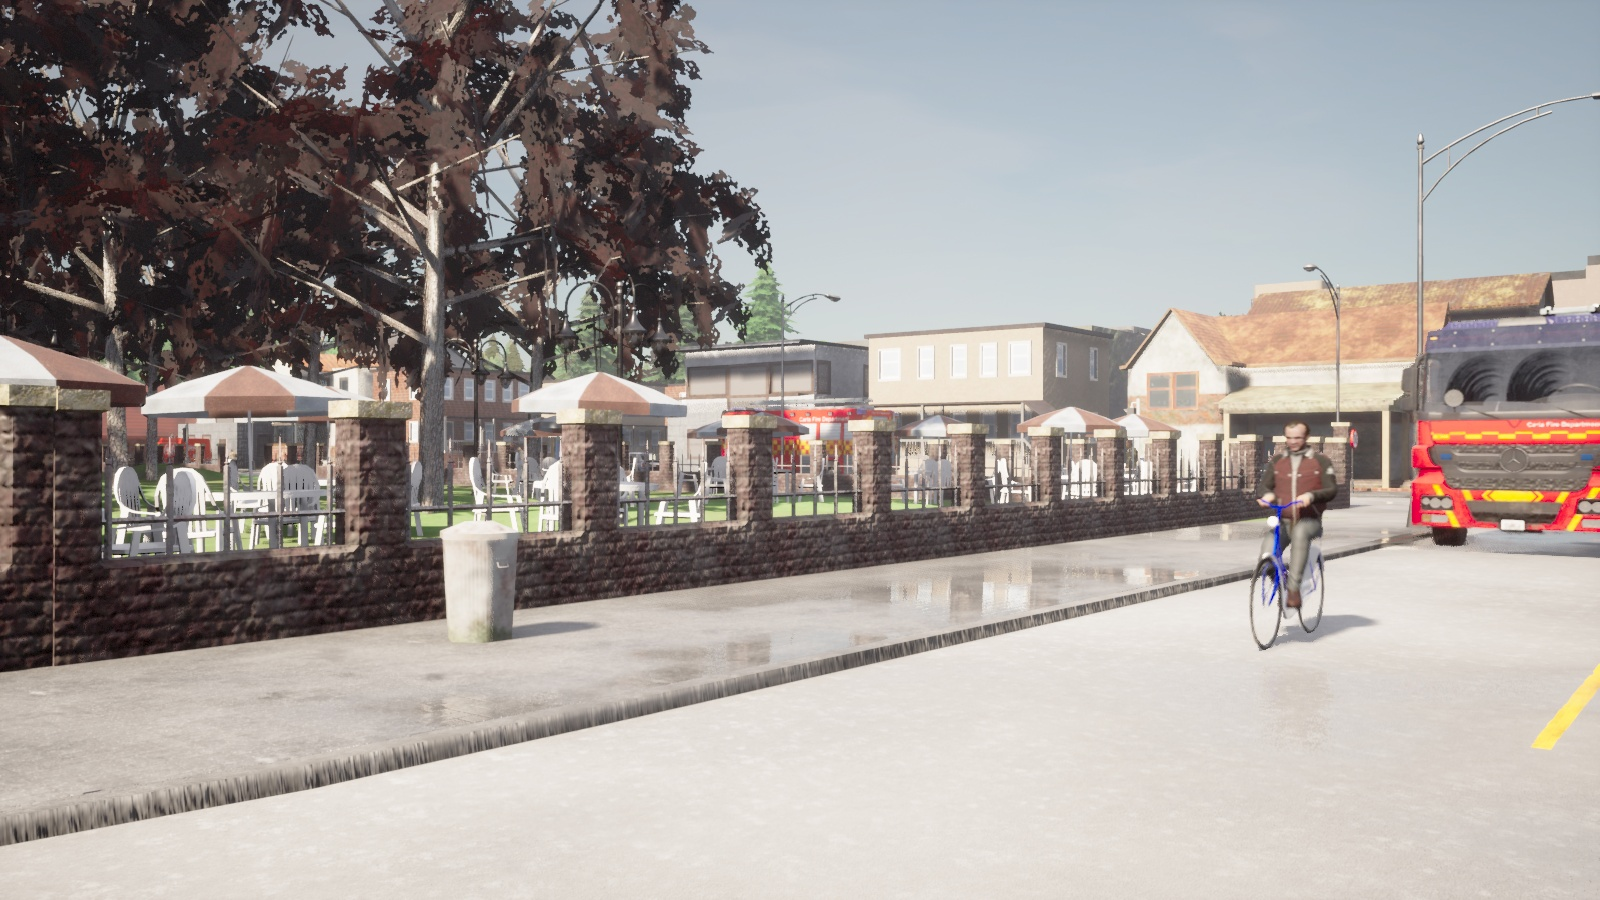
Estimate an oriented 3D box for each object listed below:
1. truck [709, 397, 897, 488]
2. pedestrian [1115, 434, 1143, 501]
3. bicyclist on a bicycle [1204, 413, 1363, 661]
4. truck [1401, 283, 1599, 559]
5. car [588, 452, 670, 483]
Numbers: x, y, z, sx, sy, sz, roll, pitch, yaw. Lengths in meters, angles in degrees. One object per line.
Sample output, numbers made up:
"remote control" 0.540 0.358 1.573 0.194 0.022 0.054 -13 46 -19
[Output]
"truck" 0.027 -0.305 56.337 8.468 3.827 2.891 0 0 38
"pedestrian" 9.646 0.513 36.798 0.692 1.930 0.395 0 0 40
"bicyclist on a bicycle" 3.860 0.628 9.938 0.659 1.776 1.843 0 0 38
"truck" 12.909 -0.399 21.355 2.891 3.827 8.468 0 0 40
"car" -8.611 0.853 63.137 3.806 1.475 1.970 0 0 39
